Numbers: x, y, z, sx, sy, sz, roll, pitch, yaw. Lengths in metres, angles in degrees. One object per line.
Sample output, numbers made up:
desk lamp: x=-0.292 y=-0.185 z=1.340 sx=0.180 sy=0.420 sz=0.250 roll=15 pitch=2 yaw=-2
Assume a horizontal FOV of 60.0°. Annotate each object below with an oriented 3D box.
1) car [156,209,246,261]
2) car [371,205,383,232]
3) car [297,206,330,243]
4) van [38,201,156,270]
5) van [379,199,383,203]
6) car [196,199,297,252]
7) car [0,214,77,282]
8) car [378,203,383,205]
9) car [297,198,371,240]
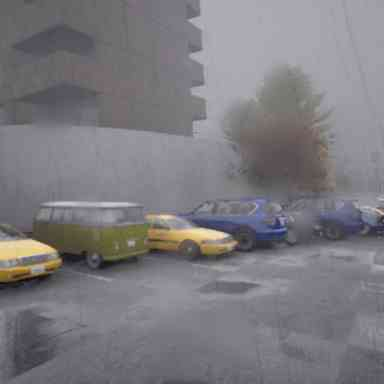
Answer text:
car: x=-0.904 y=1.544 z=12.729 sx=5.366 sy=1.575 sz=1.946 roll=-1 pitch=-1 yaw=34
car: x=8.738 y=1.684 z=19.793 sx=4.792 sy=1.488 sz=2.163 roll=-1 pitch=-1 yaw=35
car: x=3.825 y=1.603 z=16.317 sx=4.892 sy=1.521 sz=2.231 roll=-1 pitch=-1 yaw=35
van: x=-3.590 y=1.300 z=11.153 sx=4.442 sy=1.987 sz=1.878 roll=-1 pitch=-1 yaw=34
van: x=16.093 y=1.509 z=24.962 sx=4.442 sy=1.987 sz=1.878 roll=-1 pitch=-1 yaw=36
car: x=1.352 y=1.324 z=14.597 sx=5.566 sy=2.045 sz=2.435 roll=-1 pitch=-1 yaw=34
car: x=-5.773 y=1.499 z=9.236 sx=5.366 sy=1.575 sz=1.946 roll=-1 pitch=-1 yaw=35
car: x=11.231 y=1.682 z=21.500 sx=4.892 sy=1.521 sz=2.231 roll=-1 pitch=-1 yaw=35
car: x=6.264 y=1.377 z=18.073 sx=5.566 sy=2.045 sz=2.435 roll=-1 pitch=-1 yaw=35
